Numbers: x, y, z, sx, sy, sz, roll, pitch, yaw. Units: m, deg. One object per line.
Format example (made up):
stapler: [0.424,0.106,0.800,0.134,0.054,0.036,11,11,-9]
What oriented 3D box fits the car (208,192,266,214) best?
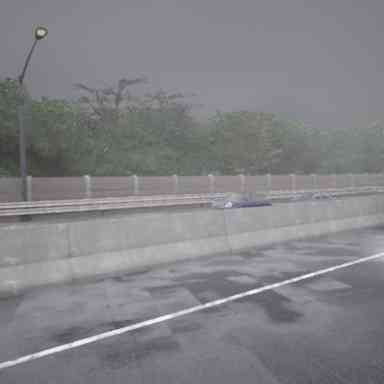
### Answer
car: [3.855,0.857,28.111,4.892,1.490,1.837,-2,1,-35]

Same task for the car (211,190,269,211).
car: [3.511,0.802,23.604,4.553,1.767,2.097,-2,1,-35]

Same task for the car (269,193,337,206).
car: [7.874,0.850,22.380,4.902,1.511,2.128,-2,1,-35]
